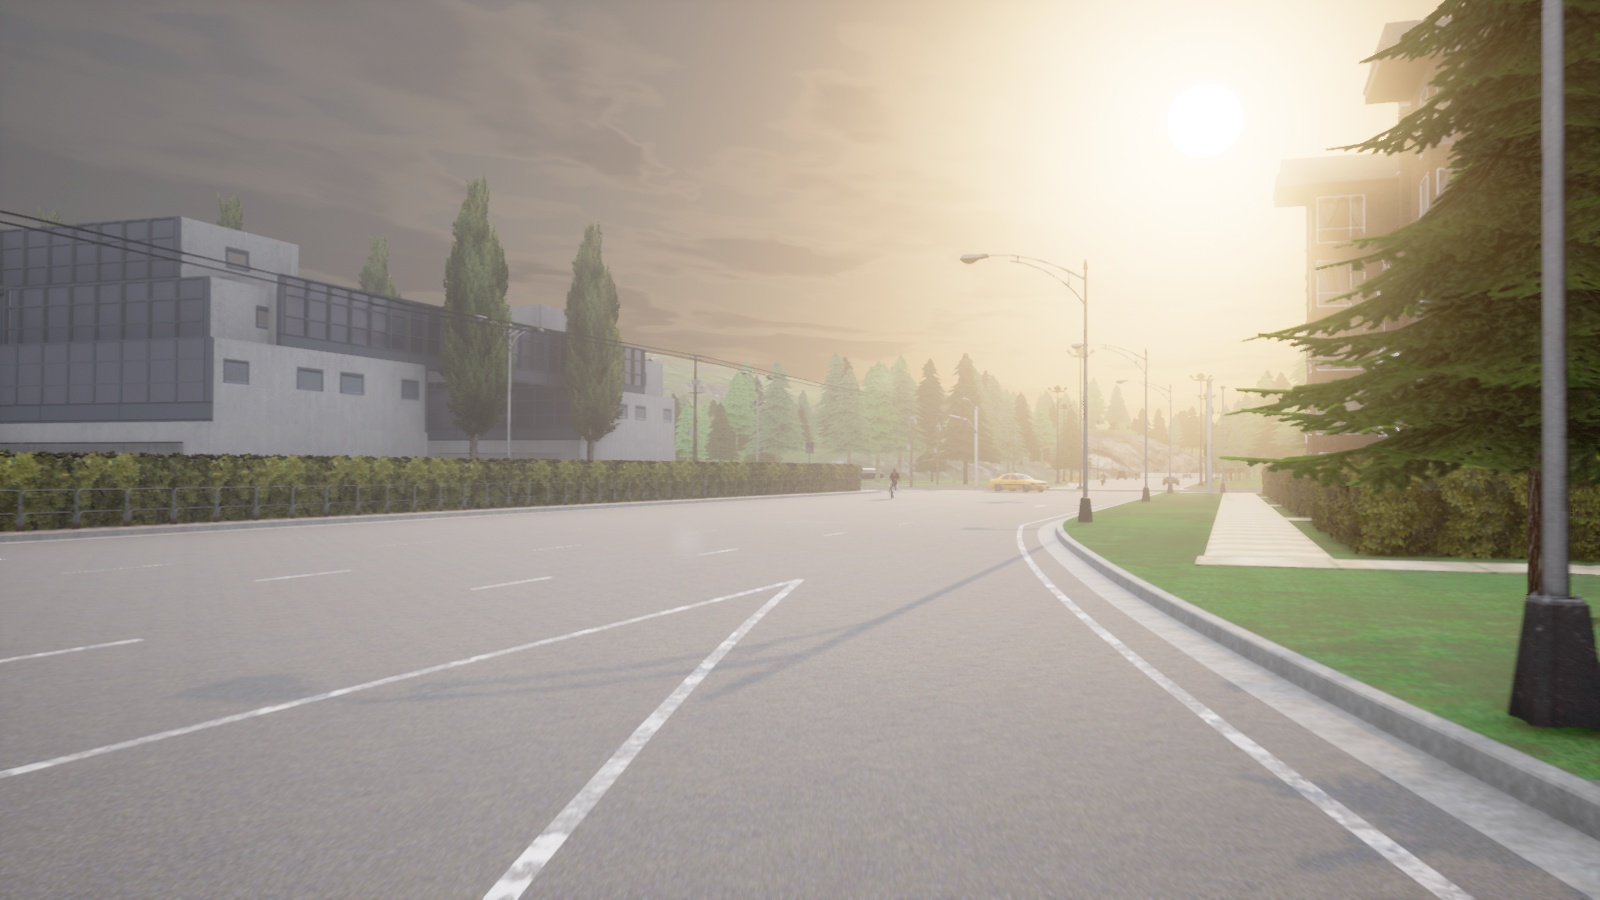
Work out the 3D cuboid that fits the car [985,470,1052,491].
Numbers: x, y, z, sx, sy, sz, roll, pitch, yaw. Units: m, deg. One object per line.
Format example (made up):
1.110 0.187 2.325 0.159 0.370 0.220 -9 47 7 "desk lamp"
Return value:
16.718 2.298 96.220 1.801 1.575 5.366 0 -1 -35 "car"
